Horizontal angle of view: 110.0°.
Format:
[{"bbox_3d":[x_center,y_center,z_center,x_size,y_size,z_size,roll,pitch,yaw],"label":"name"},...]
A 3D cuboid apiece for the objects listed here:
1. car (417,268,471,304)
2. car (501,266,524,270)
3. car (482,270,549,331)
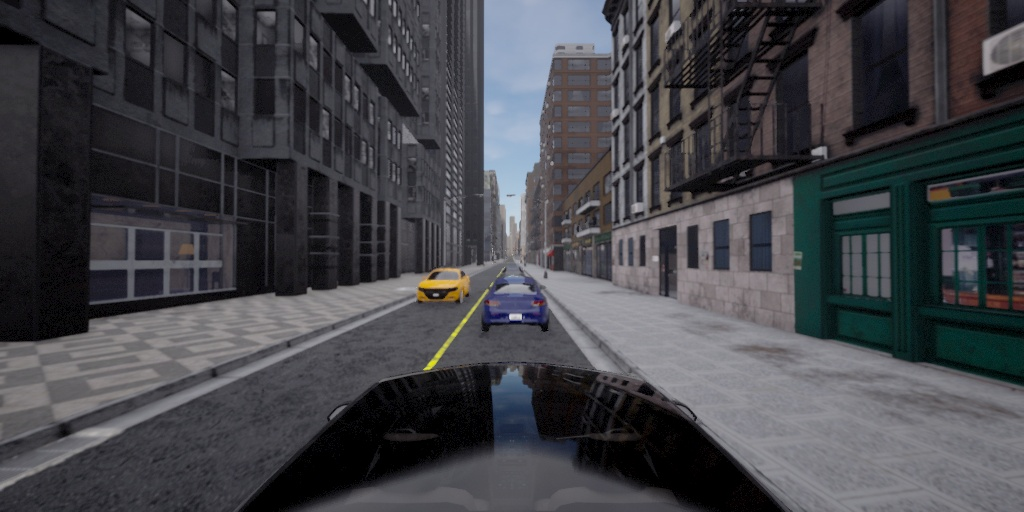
[{"bbox_3d":[-3.117,1.339,17.173,1.882,1.535,5.008,0,0,0],"label":"car"},{"bbox_3d":[0.072,1.511,29.021,1.994,1.385,4.181,0,0,0],"label":"car"},{"bbox_3d":[0.093,1.344,11.156,1.812,1.442,4.674,0,0,0],"label":"car"}]
